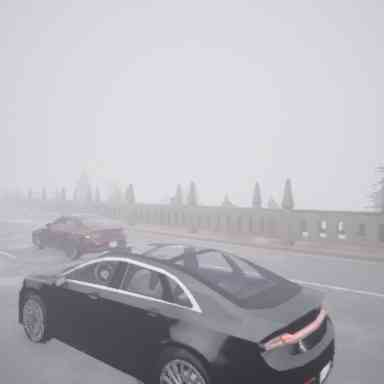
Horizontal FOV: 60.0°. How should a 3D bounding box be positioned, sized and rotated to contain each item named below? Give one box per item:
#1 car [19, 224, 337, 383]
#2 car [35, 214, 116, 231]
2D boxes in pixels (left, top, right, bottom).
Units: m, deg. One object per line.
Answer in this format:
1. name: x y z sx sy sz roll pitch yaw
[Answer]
1. car: -0.618 1.498 4.701 4.902 1.511 2.128 0 0 38
2. car: -4.248 1.529 12.412 4.674 1.442 1.812 0 0 43
